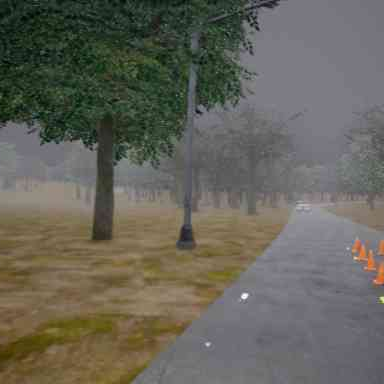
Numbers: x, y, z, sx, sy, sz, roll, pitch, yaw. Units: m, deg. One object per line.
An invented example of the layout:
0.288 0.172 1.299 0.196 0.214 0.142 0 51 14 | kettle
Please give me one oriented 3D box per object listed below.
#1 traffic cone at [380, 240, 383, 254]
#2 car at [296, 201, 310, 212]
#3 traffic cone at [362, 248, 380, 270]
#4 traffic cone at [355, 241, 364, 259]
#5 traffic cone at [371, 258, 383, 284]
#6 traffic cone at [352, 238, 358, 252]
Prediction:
8.313 2.400 14.519 0.340 0.580 0.340 2 -1 21 | traffic cone
21.075 2.753 63.207 2.150 2.045 5.566 2 -1 17 | car
5.977 2.280 11.123 0.340 0.580 0.340 2 -1 21 | traffic cone
6.677 2.324 12.996 0.340 0.580 0.340 2 -1 21 | traffic cone
5.277 2.236 9.250 0.340 0.580 0.340 2 -1 21 | traffic cone
7.377 2.369 14.869 0.340 0.580 0.340 2 -1 21 | traffic cone
